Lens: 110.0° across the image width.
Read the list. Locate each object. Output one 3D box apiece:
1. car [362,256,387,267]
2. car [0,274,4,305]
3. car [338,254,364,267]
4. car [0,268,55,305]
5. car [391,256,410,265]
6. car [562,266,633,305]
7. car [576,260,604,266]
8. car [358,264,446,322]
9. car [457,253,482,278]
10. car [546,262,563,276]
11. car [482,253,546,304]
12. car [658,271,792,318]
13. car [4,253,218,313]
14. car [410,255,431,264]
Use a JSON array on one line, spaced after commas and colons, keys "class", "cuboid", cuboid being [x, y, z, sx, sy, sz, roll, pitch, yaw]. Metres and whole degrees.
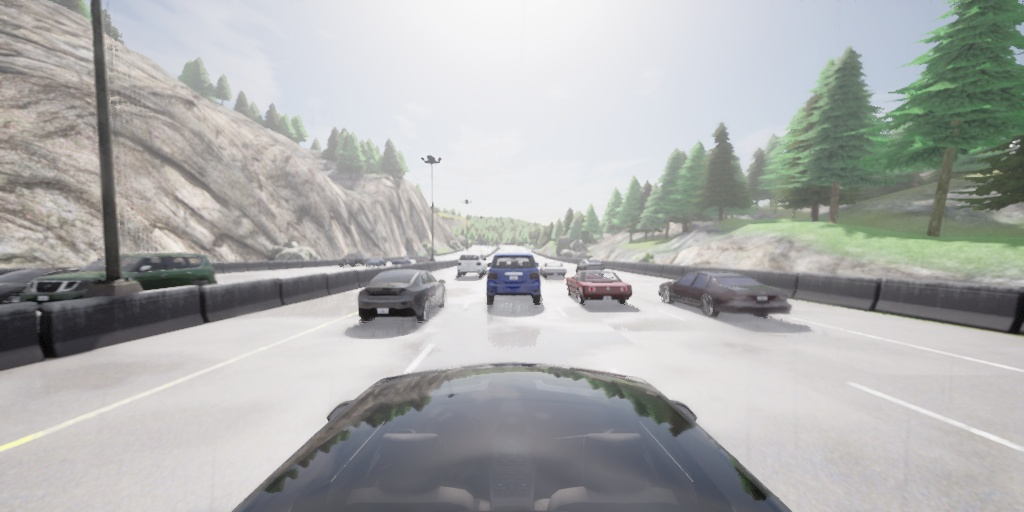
[{"class": "car", "cuboid": [-21.222, 0.961, 56.119, 1.812, 1.442, 4.674, 0, 0, 0]}, {"class": "car", "cuboid": [-17.636, 1.191, 13.535, 1.837, 1.490, 4.892, 0, 0, 0]}, {"class": "car", "cuboid": [-24.718, 0.660, 55.584, 2.150, 2.045, 5.566, 0, 1, 0]}, {"class": "car", "cuboid": [-21.134, 1.238, 13.090, 2.033, 1.411, 5.357, 0, 0, 0]}, {"class": "car", "cuboid": [-17.724, 0.779, 57.329, 2.097, 1.767, 4.553, 0, 0, 0]}, {"class": "car", "cuboid": [3.558, 1.267, 15.593, 1.895, 1.301, 4.718, 0, 0, 0]}, {"class": "car", "cuboid": [7.004, 1.058, 32.291, 2.128, 1.511, 4.902, 0, 0, 0]}, {"class": "car", "cuboid": [-3.433, 1.195, 11.939, 1.837, 1.490, 4.892, 0, 0, 0]}, {"class": "car", "cuboid": [-3.493, 0.796, 31.576, 2.150, 2.045, 5.566, 0, 0, 0]}, {"class": "car", "cuboid": [3.509, 1.175, 31.181, 1.895, 1.301, 4.718, 0, 0, 0]}, {"class": "car", "cuboid": [0.056, 0.887, 15.890, 2.150, 2.045, 5.566, 0, 0, 0]}, {"class": "car", "cuboid": [7.066, 1.230, 12.646, 2.033, 1.411, 5.357, 0, 0, 0]}, {"class": "car", "cuboid": [-14.136, 0.907, 13.567, 2.150, 2.045, 5.566, 0, 0, 0]}, {"class": "car", "cuboid": [-14.227, 0.777, 57.499, 2.097, 1.767, 4.553, 0, 0, 0]}]
